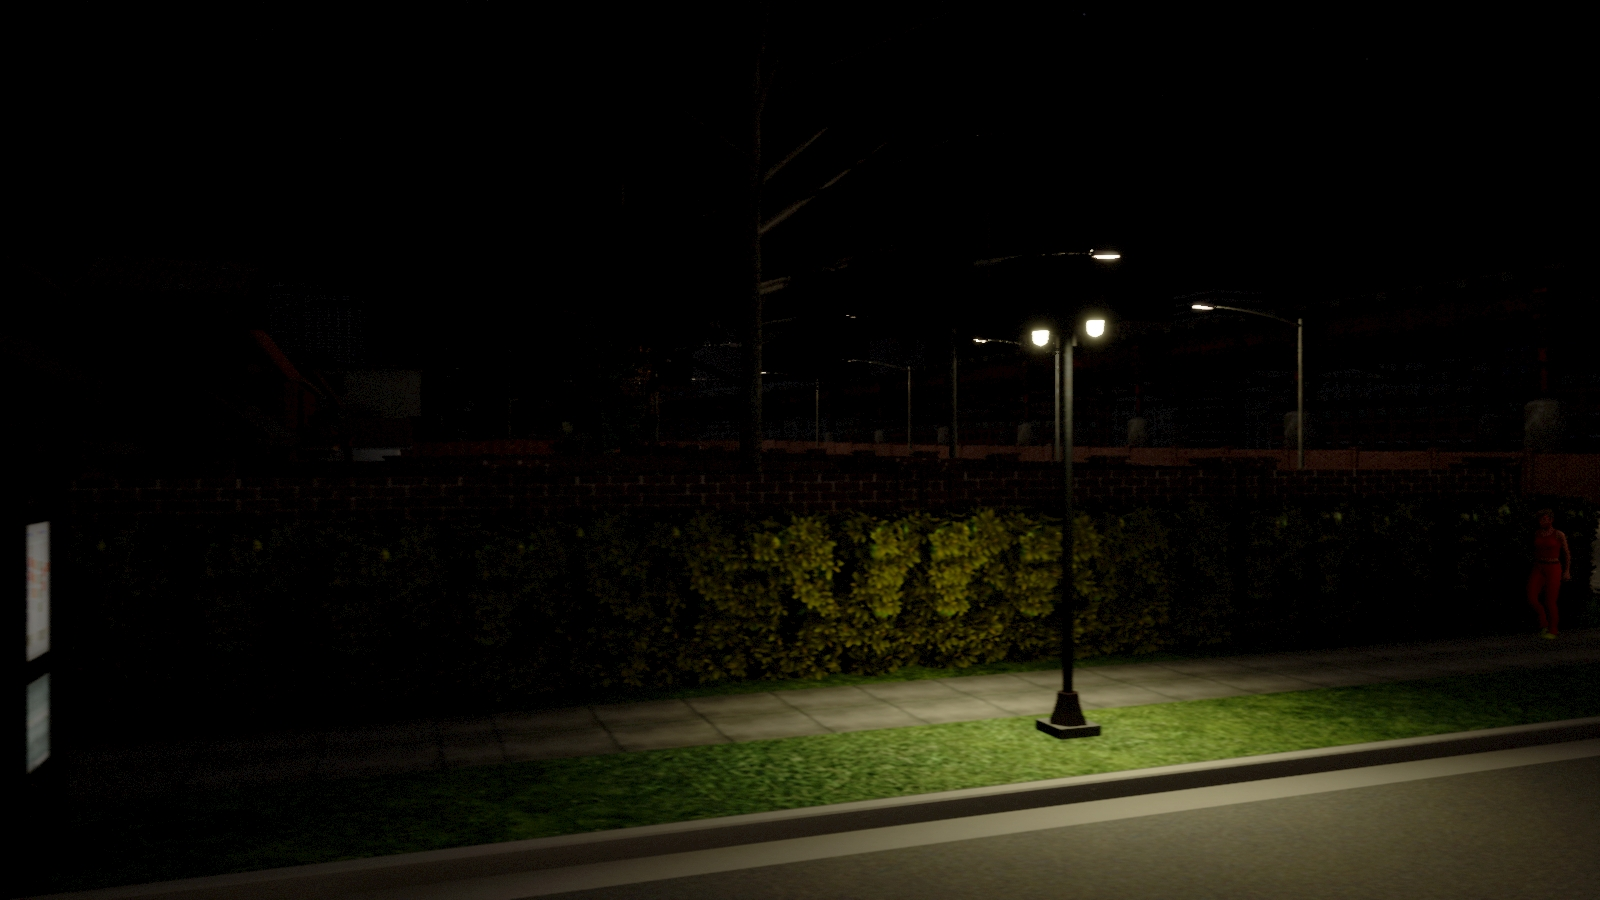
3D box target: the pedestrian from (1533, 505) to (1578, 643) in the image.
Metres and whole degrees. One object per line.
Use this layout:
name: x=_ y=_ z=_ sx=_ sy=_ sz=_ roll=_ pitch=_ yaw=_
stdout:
pedestrian: x=10.503 y=1.708 z=15.889 sx=0.375 sy=1.860 sz=0.375 roll=0 pitch=0 yaw=-20
